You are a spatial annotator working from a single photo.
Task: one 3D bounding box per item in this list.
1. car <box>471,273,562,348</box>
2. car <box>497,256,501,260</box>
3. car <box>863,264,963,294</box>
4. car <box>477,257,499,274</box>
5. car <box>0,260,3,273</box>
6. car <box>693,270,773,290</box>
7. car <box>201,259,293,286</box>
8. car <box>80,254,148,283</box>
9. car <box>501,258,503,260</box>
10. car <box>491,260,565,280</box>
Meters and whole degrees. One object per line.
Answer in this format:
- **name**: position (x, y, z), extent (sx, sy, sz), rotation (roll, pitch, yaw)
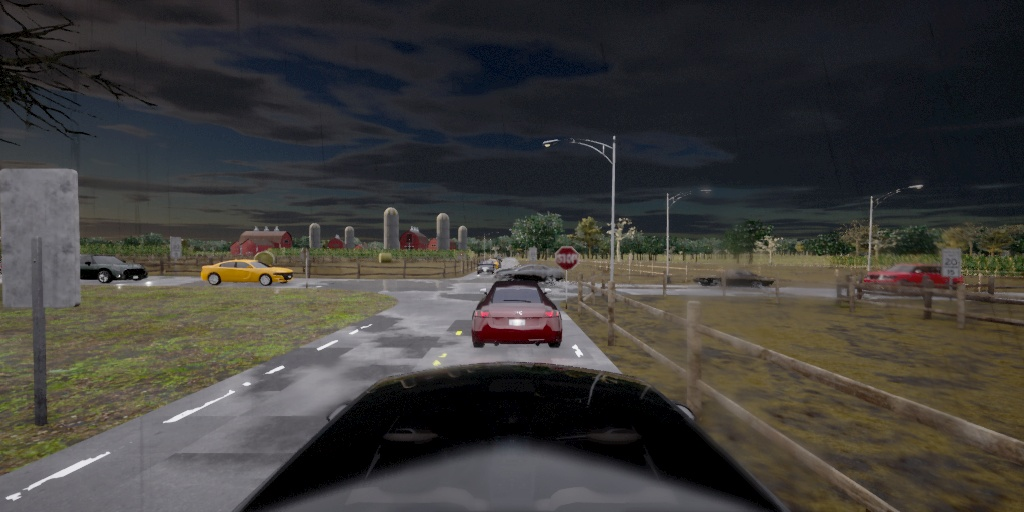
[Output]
- **car**: position (0.098, 1.311, 9.250), extent (1.994, 1.385, 4.181), rotation (0, 0, 0)
- **car**: position (-2.847, 1.181, 49.276), extent (1.882, 1.535, 5.008), rotation (0, 0, 0)
- **car**: position (28.458, 1.566, 25.495), extent (5.566, 2.045, 2.150), rotation (2, 1, 0)
- **car**: position (-2.814, 1.210, 39.880), extent (2.128, 1.511, 4.902), rotation (0, 0, -1)
- **car**: position (-38.769, 0.617, 25.102), extent (4.892, 1.490, 1.837), rotation (1, 1, 0)
- **car**: position (15.533, 1.653, 25.426), extent (4.718, 1.301, 1.895), rotation (1, 1, 0)
- **car**: position (-16.329, 0.979, 22.283), extent (5.008, 1.535, 1.882), rotation (1, 1, 0)
- **car**: position (-25.575, 0.702, 22.229), extent (4.553, 1.767, 2.097), rotation (1, 1, 0)
- **car**: position (-2.838, 1.247, 59.328), extent (1.994, 1.385, 4.181), rotation (0, 0, 0)
- **car**: position (1.230, 1.275, 25.342), extent (4.902, 1.511, 2.128), rotation (1, 0, 0)
